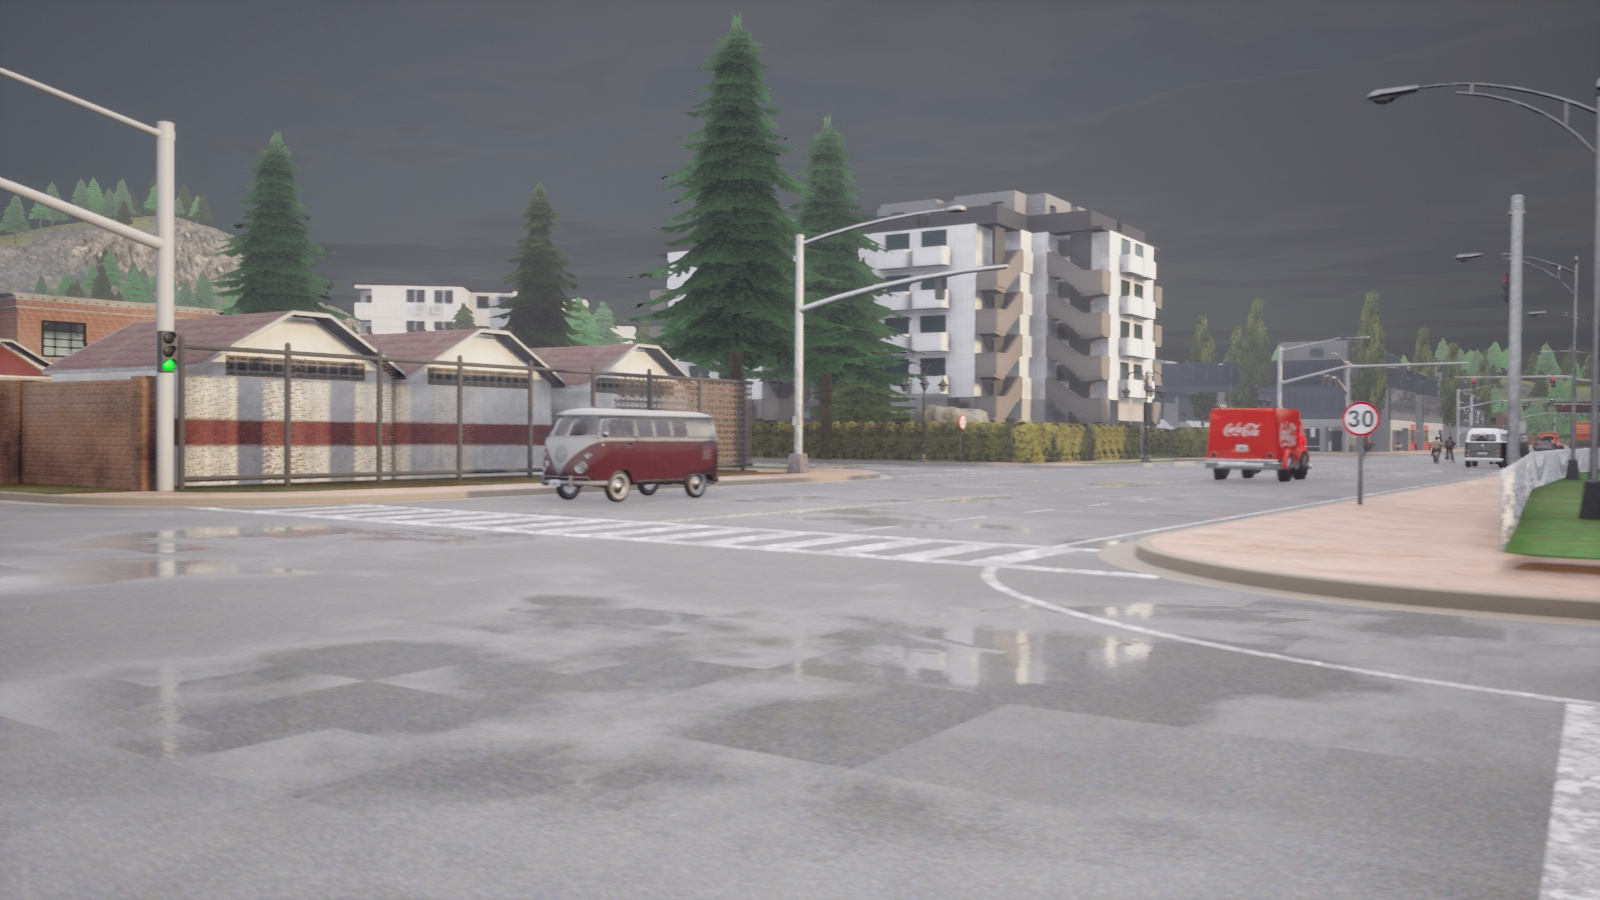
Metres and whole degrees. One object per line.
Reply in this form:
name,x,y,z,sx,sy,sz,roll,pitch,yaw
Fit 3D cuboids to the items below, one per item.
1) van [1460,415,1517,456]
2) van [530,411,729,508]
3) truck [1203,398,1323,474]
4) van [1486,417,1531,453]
van,35.832,-0.751,65.316,2.069,2.038,4.480,0,1,35
van,-3.669,0.157,27.815,1.775,1.987,4.442,0,1,35
truck,16.131,-0.484,43.612,2.627,2.467,5.204,0,1,35
van,40.930,-0.865,72.495,1.775,1.987,4.442,0,1,35
